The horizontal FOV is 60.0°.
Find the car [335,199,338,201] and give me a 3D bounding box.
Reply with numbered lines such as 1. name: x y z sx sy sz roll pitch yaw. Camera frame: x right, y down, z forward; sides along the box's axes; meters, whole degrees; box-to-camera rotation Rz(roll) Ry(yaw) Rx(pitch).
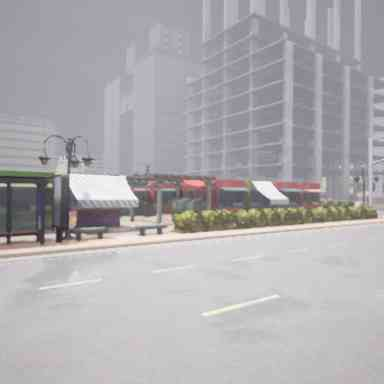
1. car: 29.052 1.725 70.569 1.905 1.878 3.866 1 0 -36

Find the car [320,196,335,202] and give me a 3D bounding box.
1. car: 26.660 1.697 68.858 1.905 1.878 3.866 1 0 -36
